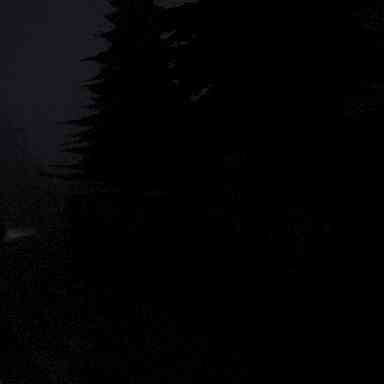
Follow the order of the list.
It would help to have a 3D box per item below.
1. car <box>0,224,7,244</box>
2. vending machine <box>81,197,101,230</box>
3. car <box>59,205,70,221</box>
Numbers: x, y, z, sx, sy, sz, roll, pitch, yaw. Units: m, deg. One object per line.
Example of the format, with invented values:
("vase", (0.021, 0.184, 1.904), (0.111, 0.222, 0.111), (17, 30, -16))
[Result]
("car", (-9.136, 1.706, 13.526), (1.895, 1.301, 4.718), (0, -1, -15))
("vending machine", (-6.726, 1.404, 22.188), (1.100, 2.100, 0.880), (0, -1, -5))
("car", (-10.332, 1.633, 30.532), (2.097, 1.767, 4.553), (0, -1, 3))
